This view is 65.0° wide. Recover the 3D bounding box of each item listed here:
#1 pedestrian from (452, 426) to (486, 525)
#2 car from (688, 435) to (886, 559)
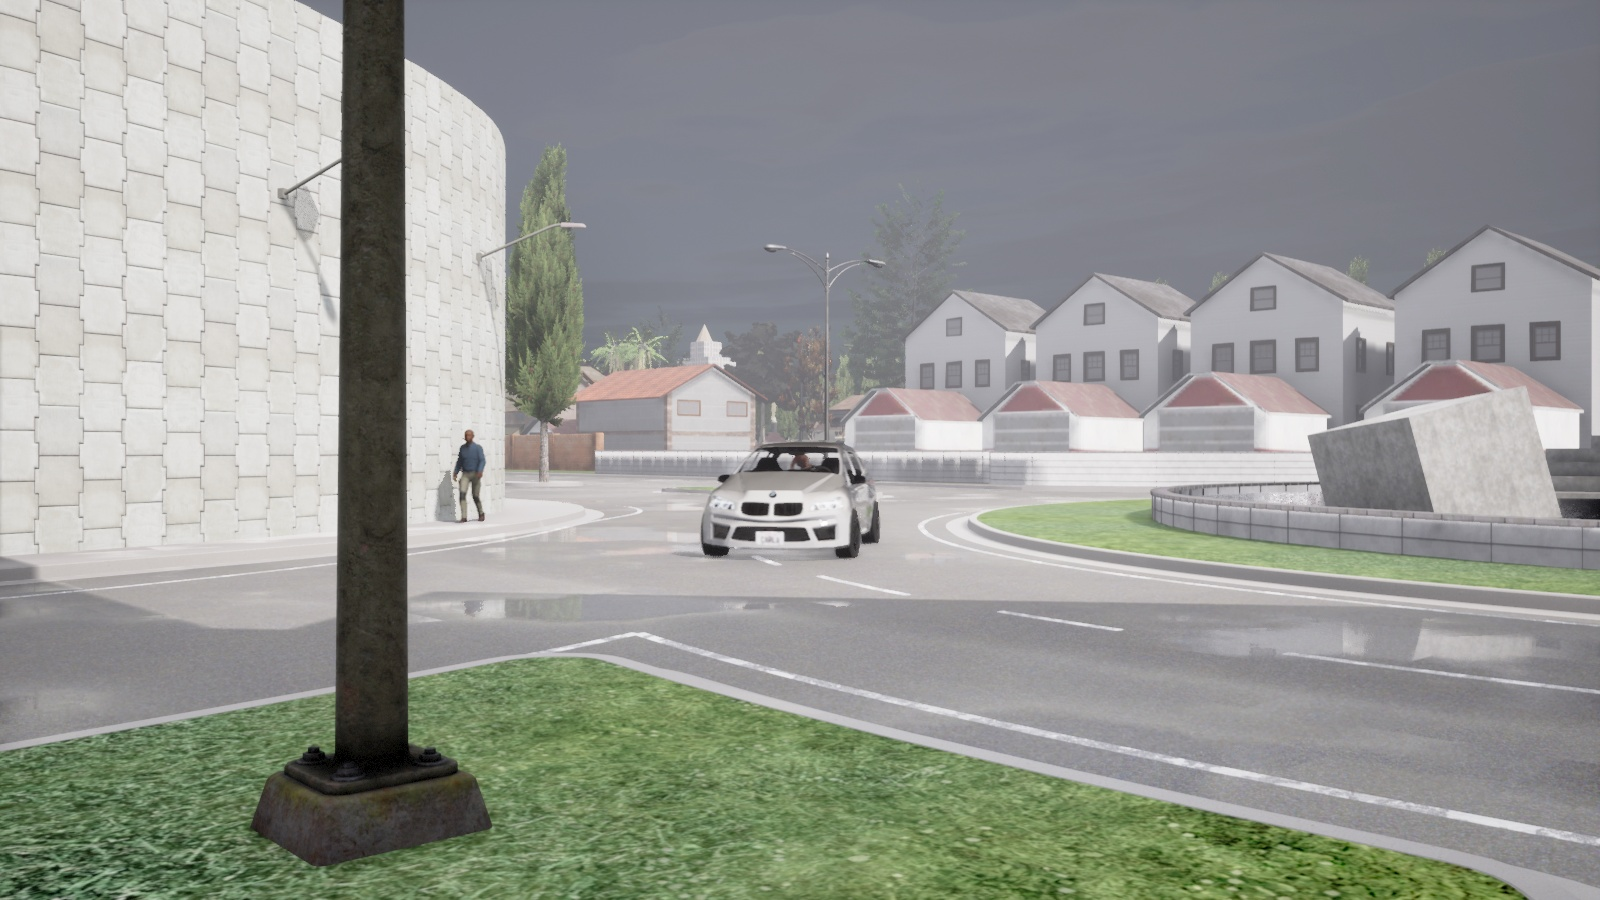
[{"bbox_3d":[-6.254,0.470,23.718,0.370,1.835,0.726,0,0,8],"label":"pedestrian"},{"bbox_3d":[-0.035,0.635,19.284,2.242,1.667,4.611,0,0,10],"label":"car"}]
